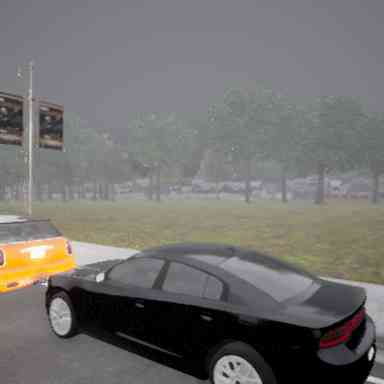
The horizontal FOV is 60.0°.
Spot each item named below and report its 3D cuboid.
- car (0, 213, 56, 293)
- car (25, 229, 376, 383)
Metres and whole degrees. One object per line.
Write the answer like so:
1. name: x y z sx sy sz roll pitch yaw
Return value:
1. car: -5.022 1.354 8.370 4.553 1.767 2.097 0 0 36
2. car: -0.173 1.484 4.886 5.008 1.535 1.882 0 0 36
